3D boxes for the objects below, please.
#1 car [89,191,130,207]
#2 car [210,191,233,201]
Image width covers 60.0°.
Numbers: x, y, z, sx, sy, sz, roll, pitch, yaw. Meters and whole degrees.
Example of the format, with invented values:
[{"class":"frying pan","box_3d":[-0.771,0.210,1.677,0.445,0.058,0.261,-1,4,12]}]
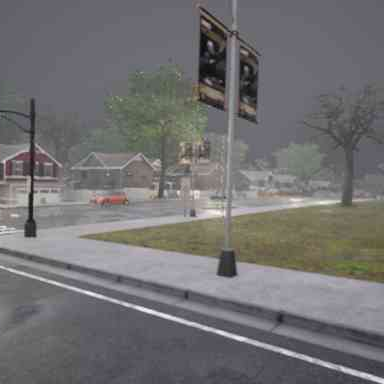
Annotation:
[{"class":"car","box_3d":[-9.121,0.679,36.914,2.097,1.767,4.553,2,2,36]},{"class":"car","box_3d":[5.016,0.555,56.237,2.097,1.767,4.553,2,2,36]}]
